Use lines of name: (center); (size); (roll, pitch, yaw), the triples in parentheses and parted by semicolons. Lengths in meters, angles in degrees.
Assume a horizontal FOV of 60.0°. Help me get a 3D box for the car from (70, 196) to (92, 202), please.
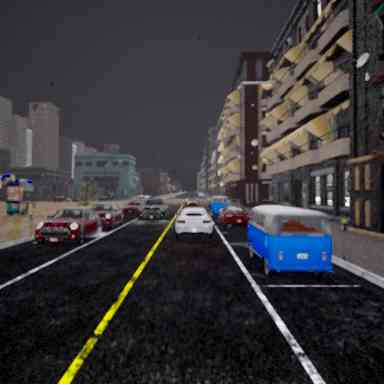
car: (-25.191, 1.610, 75.513); (4.313, 1.339, 1.947); (0, 0, 1)

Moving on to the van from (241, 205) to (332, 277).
van: (2.704, 1.333, 9.984); (1.690, 1.788, 3.998); (1, 0, 0)

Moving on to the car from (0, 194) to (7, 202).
car: (-42.906, 1.442, 75.714); (5.009, 1.841, 2.192); (0, 0, 1)

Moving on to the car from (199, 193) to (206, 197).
car: (2.710, 1.385, 87.641); (2.008, 1.369, 4.403); (1, 0, 0)

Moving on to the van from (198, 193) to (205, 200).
van: (2.714, 1.159, 93.219); (1.690, 1.788, 3.998); (1, 0, 0)

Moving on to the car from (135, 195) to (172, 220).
car: (-3.096, 1.321, 27.609); (2.097, 1.767, 4.553); (0, 0, 0)

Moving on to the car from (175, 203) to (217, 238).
car: (0.100, 1.509, 17.415); (1.812, 1.442, 4.674); (0, 0, 0)

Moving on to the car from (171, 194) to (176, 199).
car: (-5.670, 1.400, 93.186); (1.802, 1.307, 4.206); (1, 0, 0)

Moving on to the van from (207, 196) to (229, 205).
van: (2.707, 1.302, 32.570); (1.690, 1.788, 3.998); (1, 0, 0)

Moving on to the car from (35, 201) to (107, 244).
car: (-5.650, 1.425, 15.601); (1.967, 1.590, 4.097); (1, 0, 0)

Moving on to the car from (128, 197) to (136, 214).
car: (-5.643, 1.506, 32.538); (1.887, 1.381, 4.507); (1, 0, 0)

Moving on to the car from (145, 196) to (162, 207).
car: (-5.640, 1.370, 49.476); (1.967, 1.590, 4.097); (1, 0, 0)

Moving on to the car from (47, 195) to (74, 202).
car: (-26.370, 1.383, 66.891); (4.097, 1.590, 1.967); (0, 0, 1)

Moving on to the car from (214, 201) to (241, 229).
car: (2.703, 1.523, 21.279); (1.887, 1.381, 4.507); (1, 0, 0)

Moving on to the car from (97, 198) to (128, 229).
car: (-5.643, 1.418, 21.247); (1.967, 1.590, 4.097); (1, 0, 0)

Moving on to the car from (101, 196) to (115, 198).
car: (-19.710, 1.570, 75.437); (4.403, 1.369, 2.008); (0, 0, 1)

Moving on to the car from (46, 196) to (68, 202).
car: (-30.671, 1.652, 75.588); (4.206, 1.307, 1.802); (0, 0, 1)

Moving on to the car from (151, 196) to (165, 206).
car: (-5.641, 1.463, 55.121); (1.887, 1.381, 4.507); (1, 0, 0)

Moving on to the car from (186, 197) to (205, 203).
car: (0.101, 1.486, 32.966); (1.812, 1.442, 4.674); (0, 0, 0)

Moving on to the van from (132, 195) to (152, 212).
van: (-5.640, 1.293, 38.184); (1.690, 1.788, 3.998); (1, 0, 0)
